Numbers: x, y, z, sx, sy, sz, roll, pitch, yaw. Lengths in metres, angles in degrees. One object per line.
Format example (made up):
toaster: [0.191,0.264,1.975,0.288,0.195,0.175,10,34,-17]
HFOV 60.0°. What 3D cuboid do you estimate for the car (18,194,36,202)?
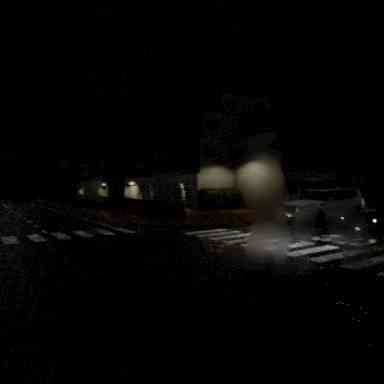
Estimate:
car: [-28.944,0.968,58.408,1.994,1.385,4.181,-1,1,-12]

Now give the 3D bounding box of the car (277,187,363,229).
car: [7.276,0.786,18.476,5.566,2.045,2.150,-1,1,-32]

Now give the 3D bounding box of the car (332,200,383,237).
car: [8.844,1.197,15.303,4.718,1.301,1.895,-1,1,-33]
